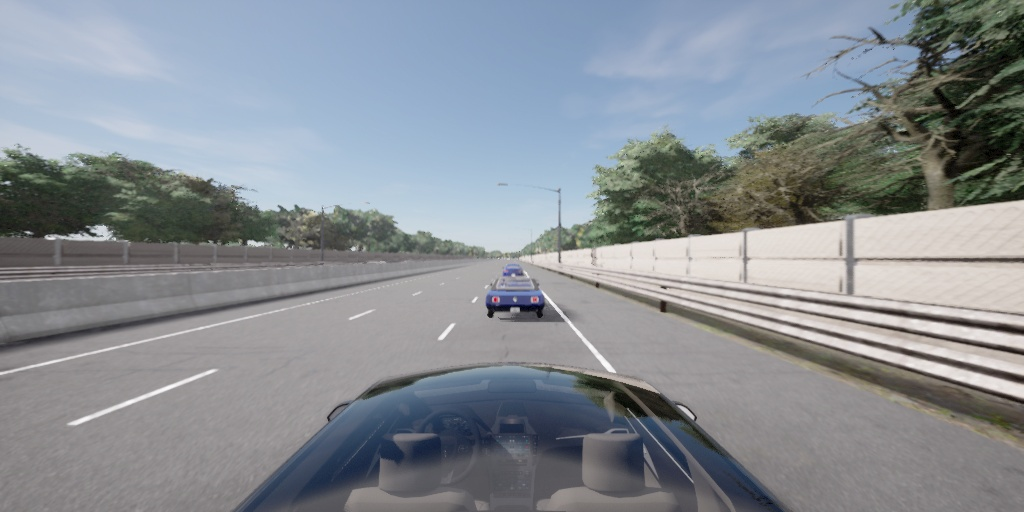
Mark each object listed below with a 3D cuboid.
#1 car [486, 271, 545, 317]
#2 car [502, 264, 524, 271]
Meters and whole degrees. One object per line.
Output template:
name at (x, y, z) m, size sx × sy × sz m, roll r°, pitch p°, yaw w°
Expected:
car at (0.104, 1.402, 13.395) m, size 1.895 × 1.301 × 4.718 m, roll 0°, pitch 0°, yaw 0°
car at (0.108, 1.417, 32.117) m, size 1.812 × 1.442 × 4.674 m, roll 0°, pitch 0°, yaw 0°
